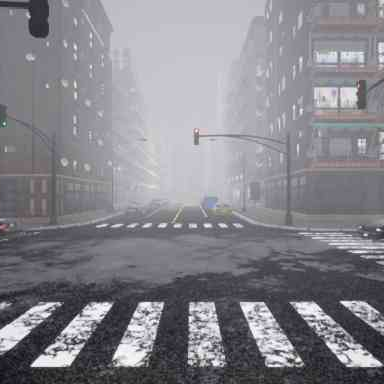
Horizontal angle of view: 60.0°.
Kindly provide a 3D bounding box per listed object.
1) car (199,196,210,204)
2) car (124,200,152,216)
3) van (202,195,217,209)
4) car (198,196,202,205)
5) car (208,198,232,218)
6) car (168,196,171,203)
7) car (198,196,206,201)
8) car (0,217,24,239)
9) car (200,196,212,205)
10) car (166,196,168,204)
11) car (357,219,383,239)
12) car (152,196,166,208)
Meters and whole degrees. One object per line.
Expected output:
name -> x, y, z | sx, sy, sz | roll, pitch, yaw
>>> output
car -> 2.484, 1.604, 66.656 | 2.008, 1.369, 4.403 | 1, 0, 0
car -> -5.480, 1.565, 32.645 | 2.008, 1.369, 4.403 | 1, 0, 0
van -> 2.549, 1.366, 44.034 | 1.690, 1.788, 3.998 | 1, 0, 0
car -> 2.509, 1.347, 49.688 | 2.192, 1.841, 5.009 | 1, 0, 0
car -> 2.663, 1.538, 30.201 | 1.752, 1.417, 4.829 | 1, 0, 0
car -> -5.389, 1.627, 60.934 | 1.802, 1.307, 4.206 | 1, 0, 0
car -> 2.461, 1.627, 83.624 | 1.887, 1.381, 4.507 | 1, 0, 0
car -> -10.644, 1.576, 15.097 | 5.357, 1.411, 2.033 | -1, -1, 0
car -> 2.493, 1.486, 61.000 | 1.967, 1.590, 4.097 | 1, 0, 0
car -> -5.381, 1.564, 55.106 | 1.752, 1.417, 4.829 | 1, 0, 0
car -> 10.522, 1.543, 15.155 | 5.357, 1.411, 2.033 | 0, -1, -2
car -> -5.374, 1.614, 49.618 | 1.802, 1.307, 4.206 | 1, 0, 0
